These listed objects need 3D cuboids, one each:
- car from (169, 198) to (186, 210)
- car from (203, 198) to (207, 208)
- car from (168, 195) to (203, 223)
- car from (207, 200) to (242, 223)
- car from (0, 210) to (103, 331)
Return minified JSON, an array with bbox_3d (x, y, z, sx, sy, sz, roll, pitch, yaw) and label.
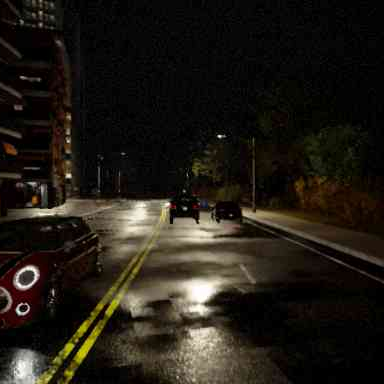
[{"bbox_3d":[-2.055,1.536,44.943,2.033,1.411,5.357,0,0,-5],"label":"car"},{"bbox_3d":[1.257,1.533,44.339,2.033,1.411,5.357,0,0,-5],"label":"car"},{"bbox_3d":[-0.630,1.222,25.463,2.150,2.045,5.566,0,0,-3],"label":"car"},{"bbox_3d":[2.595,1.474,25.784,1.882,1.535,5.008,0,0,-3],"label":"car"},{"bbox_3d":[-3.445,1.354,7.143,2.097,1.767,4.553,0,0,-1],"label":"car"}]
